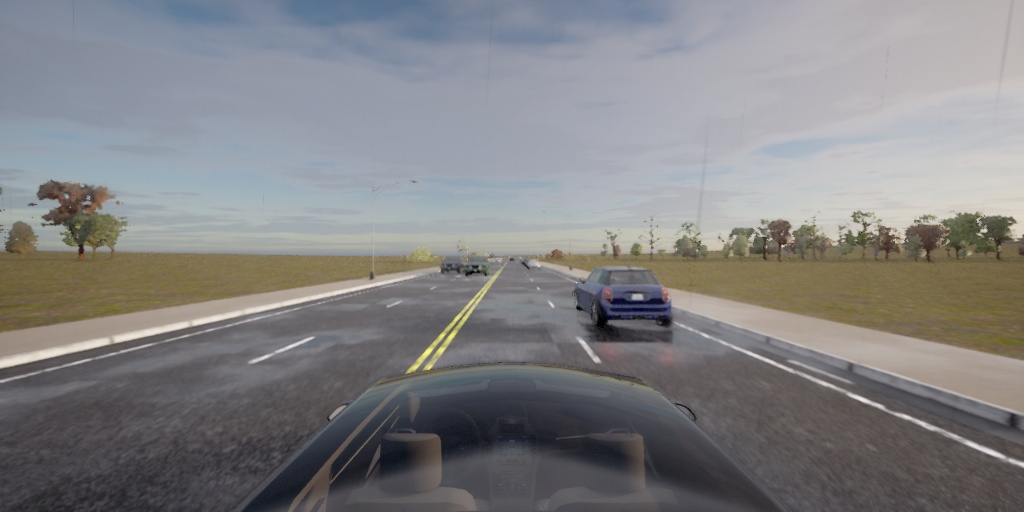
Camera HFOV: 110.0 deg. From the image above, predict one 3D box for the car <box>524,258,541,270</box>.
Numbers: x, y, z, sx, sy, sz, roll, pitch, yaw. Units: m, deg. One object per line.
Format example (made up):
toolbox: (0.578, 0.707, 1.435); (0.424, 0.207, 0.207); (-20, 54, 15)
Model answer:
car: (3.240, 1.268, 53.602); (1.812, 1.442, 4.674); (0, 0, 0)

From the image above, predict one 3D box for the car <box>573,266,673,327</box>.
car: (3.349, 1.102, 11.695); (2.097, 1.767, 4.553); (0, 0, 0)

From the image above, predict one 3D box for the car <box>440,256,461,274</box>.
car: (-6.571, 0.969, 40.396); (2.150, 2.045, 5.566); (0, 0, 0)

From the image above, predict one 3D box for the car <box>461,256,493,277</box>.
car: (-3.342, 0.967, 35.360); (2.150, 2.045, 5.566); (0, 0, 0)

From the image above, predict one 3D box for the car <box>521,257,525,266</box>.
car: (3.237, 1.287, 64.601); (2.033, 1.411, 5.357); (0, 0, 0)
